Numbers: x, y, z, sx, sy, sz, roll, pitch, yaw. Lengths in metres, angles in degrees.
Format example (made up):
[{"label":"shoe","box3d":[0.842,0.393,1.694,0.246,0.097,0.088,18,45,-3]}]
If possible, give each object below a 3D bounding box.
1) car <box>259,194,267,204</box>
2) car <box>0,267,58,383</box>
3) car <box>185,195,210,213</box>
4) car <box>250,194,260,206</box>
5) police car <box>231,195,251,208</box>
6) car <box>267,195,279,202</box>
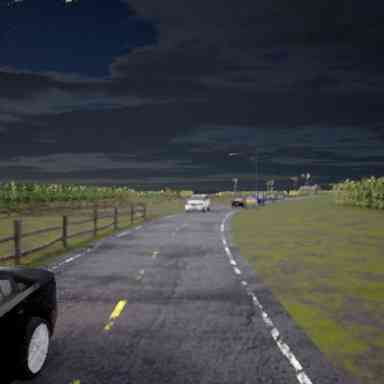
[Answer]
[{"label":"car","box3d":[12.781,1.415,65.716,2.150,2.045,5.566,0,0,24]},{"label":"car","box3d":[-2.829,1.494,2.679,1.882,1.535,5.008,0,0,0]},{"label":"car","box3d":[0.761,1.385,40.372,2.150,2.045,5.566,0,0,13]},{"label":"car","box3d":[10.589,1.642,60.400,1.801,1.575,5.366,0,0,21]},{"label":"police car","box3d":[7.308,1.602,51.030,1.930,1.638,5.238,0,0,17]},{"label":"car","box3d":[19.113,1.407,81.238,2.097,1.767,4.553,0,0,25]}]
